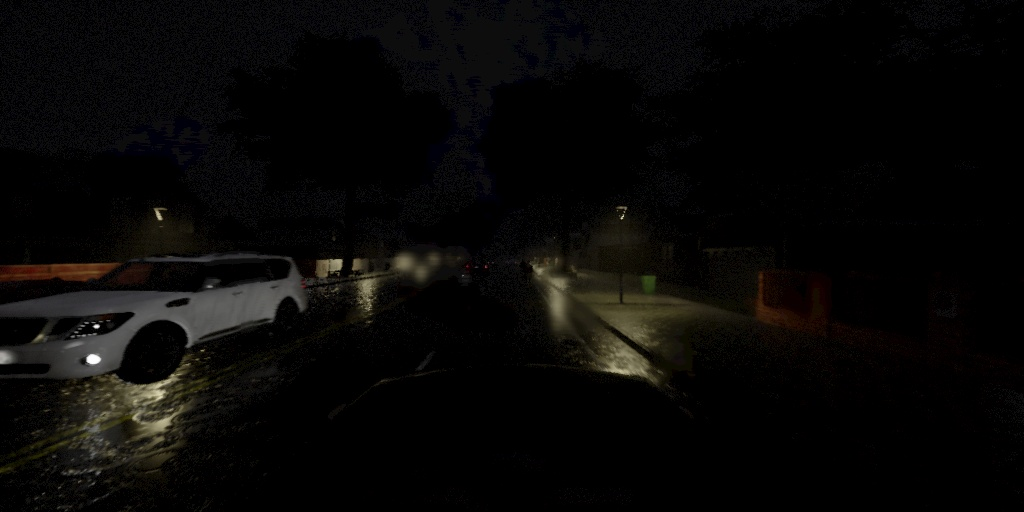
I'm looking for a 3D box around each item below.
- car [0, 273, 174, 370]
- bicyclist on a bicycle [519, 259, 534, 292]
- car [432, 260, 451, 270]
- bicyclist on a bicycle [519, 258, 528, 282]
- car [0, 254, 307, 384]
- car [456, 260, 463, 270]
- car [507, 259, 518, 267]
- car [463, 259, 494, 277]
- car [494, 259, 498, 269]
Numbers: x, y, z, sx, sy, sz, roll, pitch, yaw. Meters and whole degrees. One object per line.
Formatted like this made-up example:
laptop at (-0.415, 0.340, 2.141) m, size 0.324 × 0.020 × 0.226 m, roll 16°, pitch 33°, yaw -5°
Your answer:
car at (-9.851, 1.223, 6.955) m, size 1.882 × 1.535 × 5.008 m, roll 0°, pitch 0°, yaw 0°
bicyclist on a bicycle at (0.894, 1.101, 19.725) m, size 0.659 × 1.776 × 1.843 m, roll 0°, pitch 0°, yaw 0°
car at (-9.815, 1.263, 50.389) m, size 1.994 × 1.385 × 4.181 m, roll 0°, pitch 0°, yaw 0°
bicyclist on a bicycle at (0.895, 1.092, 28.725) m, size 0.659 × 1.776 × 1.843 m, roll 0°, pitch 0°, yaw 0°
car at (-6.601, 0.966, 7.395) m, size 2.150 × 2.045 × 5.566 m, roll 0°, pitch 0°, yaw 0°
car at (-6.566, 1.246, 50.060) m, size 2.033 × 1.411 × 5.357 m, roll 0°, pitch 0°, yaw 0°
car at (0.033, 1.234, 64.039) m, size 2.033 × 1.411 × 5.357 m, roll 0°, pitch 0°, yaw 0°
car at (-3.150, 1.067, 34.871) m, size 2.097 × 1.767 × 4.553 m, roll 0°, pitch 0°, yaw 0°
car at (-3.150, 1.185, 54.604) m, size 2.128 × 1.511 × 4.902 m, roll 0°, pitch 0°, yaw 0°
